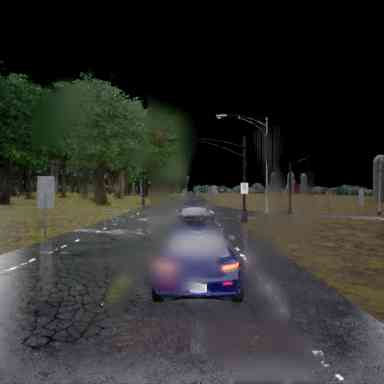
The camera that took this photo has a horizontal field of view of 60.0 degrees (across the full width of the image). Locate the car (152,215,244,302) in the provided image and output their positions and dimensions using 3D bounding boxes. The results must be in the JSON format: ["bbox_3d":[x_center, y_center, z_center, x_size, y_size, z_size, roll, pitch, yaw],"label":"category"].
[{"bbox_3d":[0.119,1.516,8.124,1.812,1.442,4.674,0,0,0],"label":"car"}]

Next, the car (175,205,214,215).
[{"bbox_3d":[0.132,1.432,17.403,1.882,1.535,5.008,0,0,0],"label":"car"}]
